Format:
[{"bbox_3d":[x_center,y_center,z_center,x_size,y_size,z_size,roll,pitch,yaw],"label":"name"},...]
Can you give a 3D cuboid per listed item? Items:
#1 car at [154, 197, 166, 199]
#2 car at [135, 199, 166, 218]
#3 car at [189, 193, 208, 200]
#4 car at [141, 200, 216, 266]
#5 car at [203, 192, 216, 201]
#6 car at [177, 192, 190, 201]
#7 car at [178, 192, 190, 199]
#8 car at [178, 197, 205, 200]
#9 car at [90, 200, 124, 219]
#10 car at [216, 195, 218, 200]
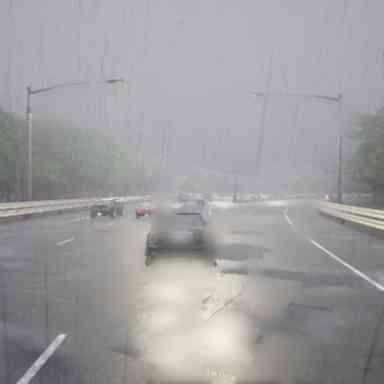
[{"bbox_3d":[-5.417,1.449,55.680,1.994,1.385,4.181,0,0,6],"label":"car"},{"bbox_3d":[-3.536,1.551,28.793,1.895,1.301,4.718,0,0,2],"label":"car"},{"bbox_3d":[1.064,1.399,49.967,1.882,1.535,5.008,0,0,4],"label":"car"},{"bbox_3d":[-0.335,1.346,11.642,2.097,1.767,4.553,0,0,0],"label":"car"},{"bbox_3d":[3.298,1.102,71.513,2.150,2.045,5.566,0,0,8],"label":"car"},{"bbox_3d":[-2.060,1.048,83.572,2.150,2.045,5.566,0,0,9],"label":"car"},{"bbox_3d":[-1.065,1.234,63.502,2.097,1.767,4.553,0,0,6],"label":"car"},{"bbox_3d":[0.012,1.520,32.436,1.994,1.385,4.181,0,0,2],"label":"car"},{"bbox_3d":[-7.094,1.435,28.195,1.837,1.490,4.892,0,0,2],"label":"car"},{"bbox_3d":[5.905,1.428,88.960,1.895,1.301,4.718,0,0,10],"label":"car"}]
